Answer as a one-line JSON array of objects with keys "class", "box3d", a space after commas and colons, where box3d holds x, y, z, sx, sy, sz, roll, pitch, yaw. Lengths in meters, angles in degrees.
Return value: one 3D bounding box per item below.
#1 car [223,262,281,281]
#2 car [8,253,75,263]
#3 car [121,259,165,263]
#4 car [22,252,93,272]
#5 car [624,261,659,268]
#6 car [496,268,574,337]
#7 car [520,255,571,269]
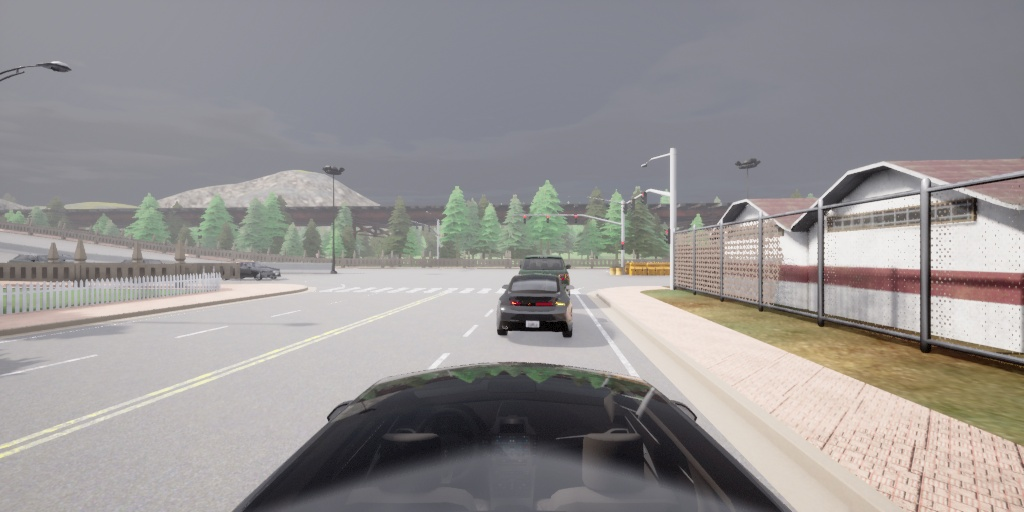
[{"class": "car", "box3d": [-21.915, 1.239, 29.927, 4.902, 1.511, 2.128, 0, 0, 5]}, {"class": "car", "box3d": [-40.861, 0.659, 31.314, 4.553, 1.767, 2.097, 4, 0, 4]}, {"class": "car", "box3d": [-31.000, 1.051, 30.592, 4.553, 1.767, 2.097, 1, 0, 4]}, {"class": "car", "box3d": [-44.470, 0.545, 35.106, 4.892, 1.490, 1.837, 5, 0, 5]}, {"class": "car", "box3d": [15.830, 1.351, 41.507, 4.718, 1.301, 1.895, 0, 0, 4]}, {"class": "car", "box3d": [0.717, 1.255, 10.313, 1.837, 1.490, 4.892, 0, 0, 6]}, {"class": "car", "box3d": [1.484, 0.971, 16.323, 2.150, 2.045, 5.566, 0, 0, 7]}]
